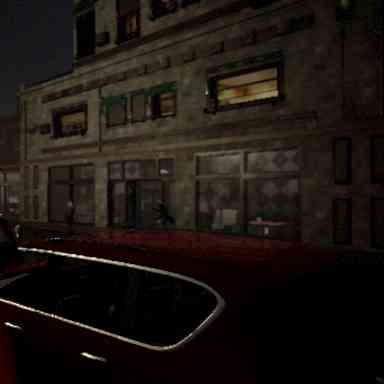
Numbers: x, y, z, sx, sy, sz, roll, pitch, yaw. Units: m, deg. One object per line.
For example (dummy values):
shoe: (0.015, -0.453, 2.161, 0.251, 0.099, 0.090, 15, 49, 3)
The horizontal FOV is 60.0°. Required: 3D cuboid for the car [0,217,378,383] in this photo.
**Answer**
car: (-0.847, 1.314, 3.481, 5.009, 1.841, 2.192, 0, 0, 35)
